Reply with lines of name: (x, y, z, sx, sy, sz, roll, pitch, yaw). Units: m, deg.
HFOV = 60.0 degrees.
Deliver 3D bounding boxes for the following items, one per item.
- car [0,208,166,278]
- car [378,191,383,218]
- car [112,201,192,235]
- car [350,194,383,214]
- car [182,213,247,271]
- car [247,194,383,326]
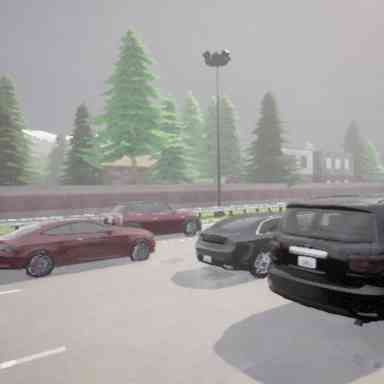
car: (-3.349, 1.461, 9.957, 4.674, 1.442, 1.812, -2, 1, -35)
car: (15.189, 0.793, 23.169, 4.553, 1.767, 2.097, -1, 1, -35)
car: (-1.766, 1.191, 15.380, 4.553, 1.767, 2.097, -1, 1, -35)
car: (15.172, 0.913, 27.455, 4.674, 1.442, 1.812, -2, 1, -35)
car: (2.343, 1.345, 9.714, 4.892, 1.490, 1.837, -2, 1, -35)
car: (3.900, 1.074, 6.526, 5.566, 2.045, 2.150, -2, 1, -35)
